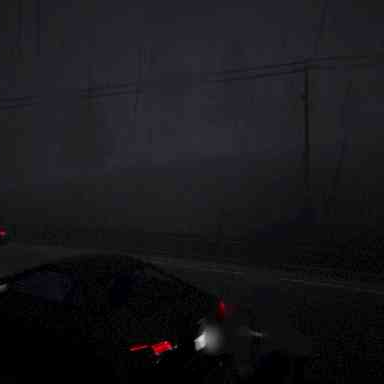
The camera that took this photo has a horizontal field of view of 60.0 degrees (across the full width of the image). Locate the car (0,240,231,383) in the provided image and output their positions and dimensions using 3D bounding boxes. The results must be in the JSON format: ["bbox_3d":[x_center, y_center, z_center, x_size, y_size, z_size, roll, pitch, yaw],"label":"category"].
[{"bbox_3d":[-1.579,1.583,4.645,4.181,1.385,1.994,0,0,32],"label":"car"}]

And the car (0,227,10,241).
[{"bbox_3d":[-9.648,1.639,12.999,5.357,1.411,2.033,0,0,24],"label":"car"}]
